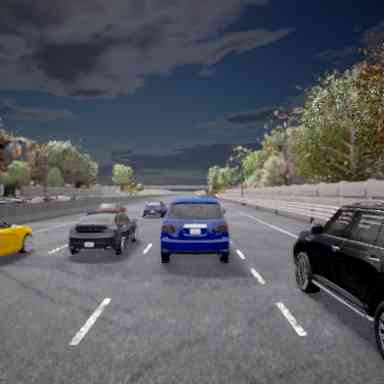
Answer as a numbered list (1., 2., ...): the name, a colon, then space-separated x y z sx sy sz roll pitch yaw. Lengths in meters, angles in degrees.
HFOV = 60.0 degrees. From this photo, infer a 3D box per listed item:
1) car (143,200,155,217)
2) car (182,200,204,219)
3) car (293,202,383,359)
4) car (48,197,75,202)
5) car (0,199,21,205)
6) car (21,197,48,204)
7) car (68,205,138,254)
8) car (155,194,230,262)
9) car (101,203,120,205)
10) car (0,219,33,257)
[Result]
1. car: -3.413 1.515 31.043 1.812 1.442 4.674 0 0 0
2. car: 0.089 1.494 29.995 1.837 1.490 4.892 0 0 0
3. car: 3.526 1.169 5.656 2.150 2.045 5.566 0 0 -1
4. car: -17.588 1.465 46.101 1.882 1.535 5.008 0 0 0
5. car: -24.589 1.588 45.020 1.895 1.301 4.718 0 0 0
6. car: -21.087 1.465 46.105 1.882 1.535 5.008 0 0 0
7. car: -3.406 1.498 13.442 1.837 1.490 4.892 0 0 0
8. car: 0.095 1.215 12.170 2.150 2.045 5.566 0 0 0
9. car: -6.908 1.590 28.525 1.895 1.301 4.718 0 0 0
10. car: -6.904 1.471 10.494 1.882 1.535 5.008 0 0 0
